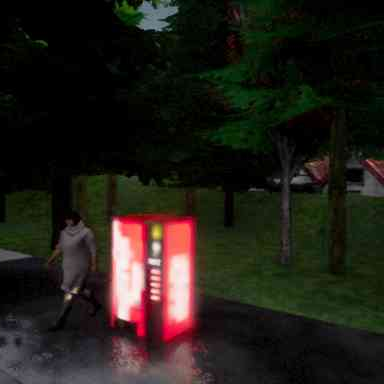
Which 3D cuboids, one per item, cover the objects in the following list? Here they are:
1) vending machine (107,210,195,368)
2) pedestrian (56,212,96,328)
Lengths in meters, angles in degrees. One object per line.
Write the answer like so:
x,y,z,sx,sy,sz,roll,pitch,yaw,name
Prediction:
-0.628,1.386,5.300,0.880,2.100,1.100,1,0,36,vending machine
-1.872,1.151,5.362,0.375,1.860,0.375,1,0,36,pedestrian
